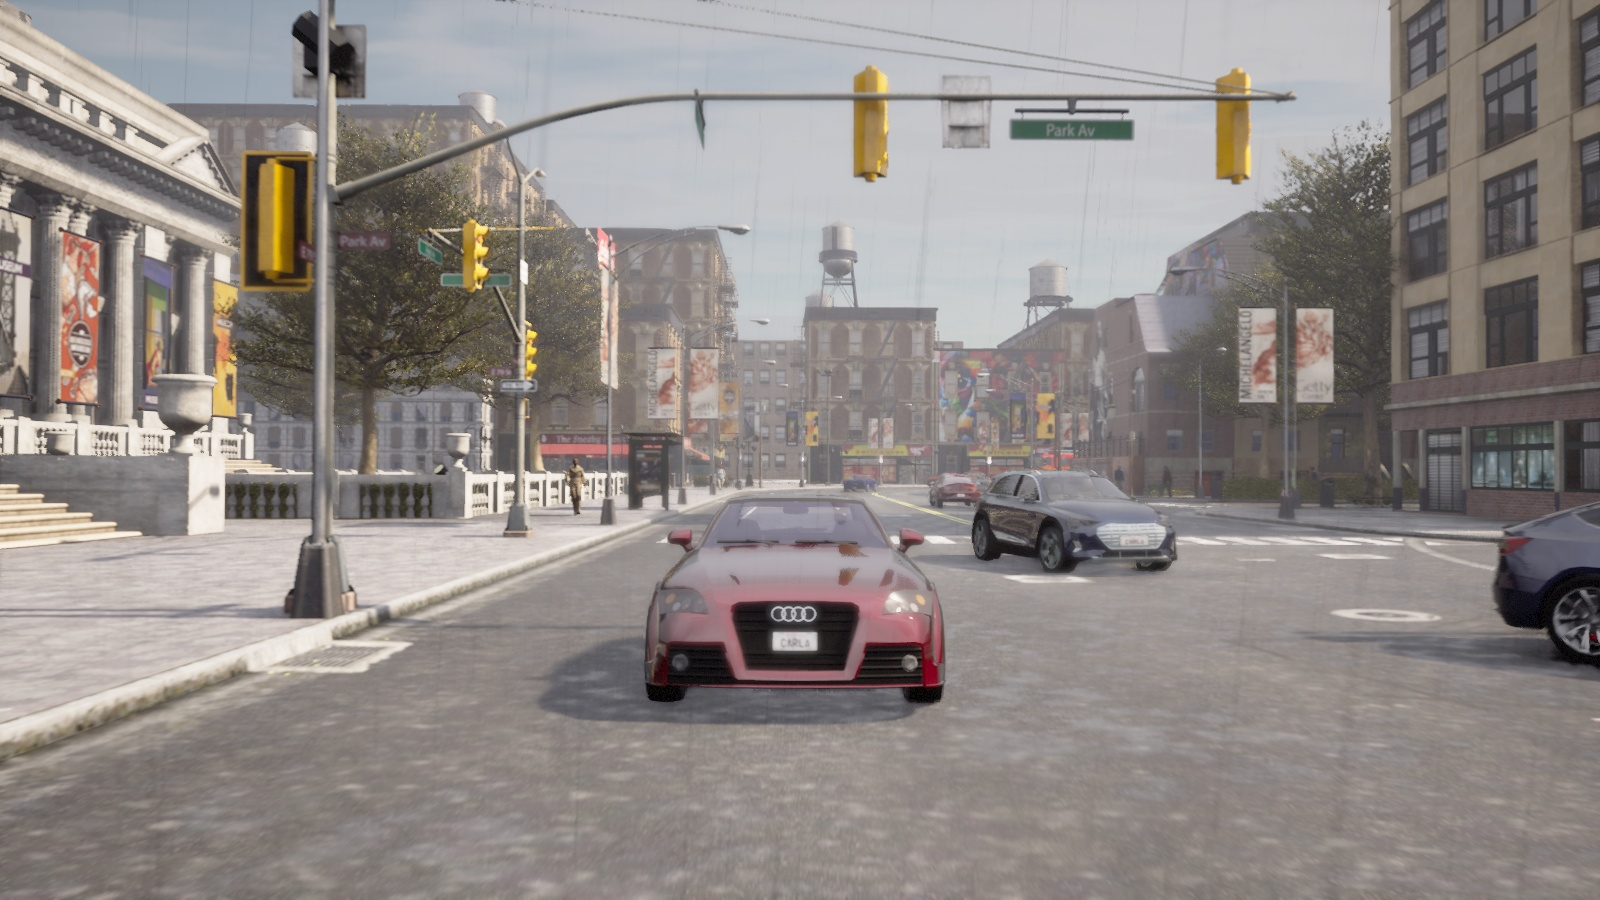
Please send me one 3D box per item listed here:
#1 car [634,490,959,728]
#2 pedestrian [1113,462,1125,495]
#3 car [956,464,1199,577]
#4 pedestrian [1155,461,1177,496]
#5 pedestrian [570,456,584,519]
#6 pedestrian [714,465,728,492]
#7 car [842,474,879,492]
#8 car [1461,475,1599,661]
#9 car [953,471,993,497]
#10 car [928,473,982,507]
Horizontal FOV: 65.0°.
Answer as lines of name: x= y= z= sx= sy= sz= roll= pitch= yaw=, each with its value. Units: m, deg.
car: x=-0.026 y=1.043 z=9.815 sx=1.994 sy=1.385 sz=4.181 roll=0 pitch=-1 yaw=0
pedestrian: x=17.623 y=1.562 z=69.369 sx=0.402 sy=1.842 sz=0.726 roll=0 pitch=-1 yaw=-2
car: x=4.452 y=1.079 z=21.052 sx=2.033 sy=1.649 sz=4.856 roll=0 pitch=-1 yaw=-14
pedestrian: x=19.780 y=1.528 z=67.905 sx=0.899 sy=1.844 sz=0.634 roll=0 pitch=-1 yaw=-17
pedestrian: x=-6.803 y=1.141 z=38.387 sx=0.396 sy=1.930 sz=0.692 roll=0 pitch=-1 yaw=-8
pedestrian: x=-5.473 y=1.943 z=86.669 sx=0.874 sy=1.855 sz=0.900 roll=0 pitch=-1 yaw=2
car: x=4.574 y=2.485 z=94.904 sx=1.895 sy=1.301 sz=4.718 roll=0 pitch=-1 yaw=14
car: x=8.137 y=0.946 z=9.810 sx=2.163 sy=1.488 sz=4.792 roll=1 pitch=-1 yaw=-41
car: x=10.308 y=2.009 z=75.128 sx=1.789 sy=1.549 sz=3.705 roll=0 pitch=-1 yaw=-1
car: x=6.853 y=1.749 z=55.916 sx=1.812 sy=1.442 sz=4.674 roll=0 pitch=-1 yaw=0
